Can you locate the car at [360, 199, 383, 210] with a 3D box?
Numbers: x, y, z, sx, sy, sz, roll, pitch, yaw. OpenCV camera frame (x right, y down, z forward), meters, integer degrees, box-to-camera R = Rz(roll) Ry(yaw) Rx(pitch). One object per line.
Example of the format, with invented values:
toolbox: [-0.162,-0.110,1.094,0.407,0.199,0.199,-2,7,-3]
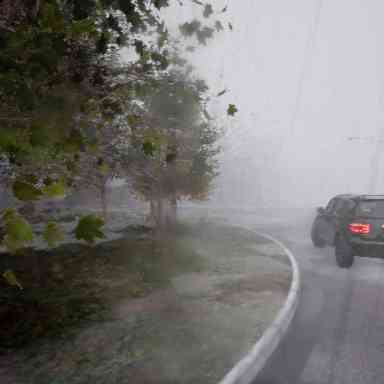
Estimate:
car: [25.217,1.746,46.492,2.033,1.411,5.357,1,-1,40]

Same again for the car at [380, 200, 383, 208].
car: [33.362,2.092,56.290,1.994,1.385,4.181,1,-1,40]

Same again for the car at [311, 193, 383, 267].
car: [5.560,1.112,10.979,2.150,2.045,5.566,0,0,9]

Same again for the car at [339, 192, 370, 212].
car: [18.679,1.147,38.010,2.150,2.045,5.566,1,-1,36]

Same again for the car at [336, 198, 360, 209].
car: [22.872,1.636,48.709,1.882,1.535,5.008,1,-1,40]

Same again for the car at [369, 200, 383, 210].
car: [28.486,1.895,50.425,1.994,1.385,4.181,1,-1,40]
